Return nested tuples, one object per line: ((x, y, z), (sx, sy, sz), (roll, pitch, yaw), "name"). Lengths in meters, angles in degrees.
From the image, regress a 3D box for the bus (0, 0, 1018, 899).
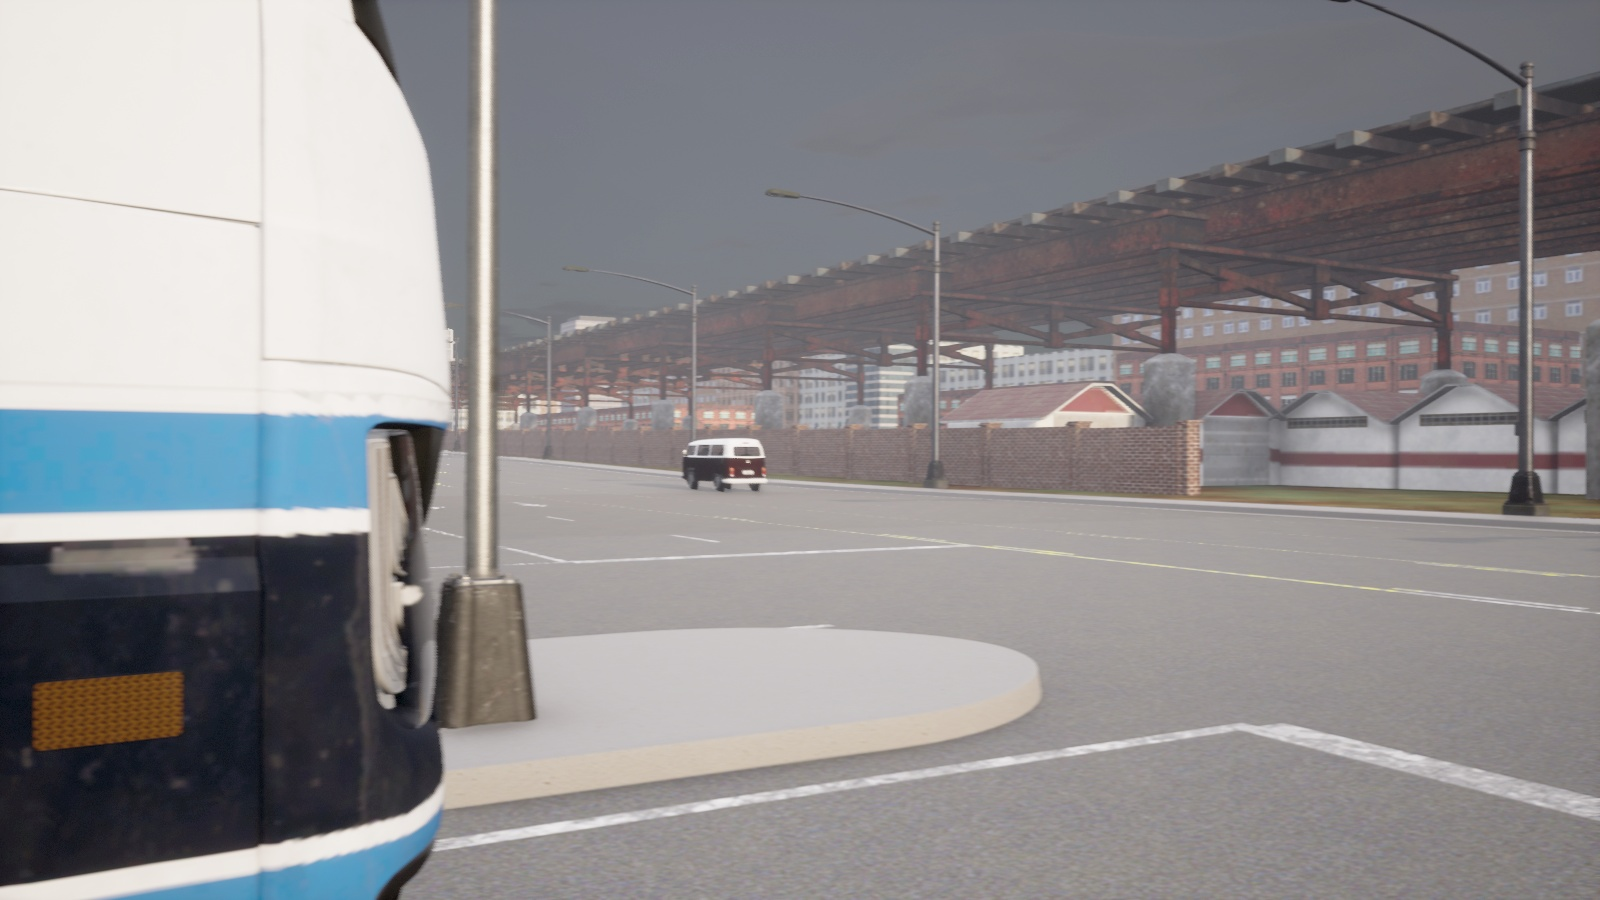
((-5.032, -0.629, 0.858), (10.273, 4.253, 3.944), (0, 0, -33), "bus")

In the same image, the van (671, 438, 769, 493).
((-3.165, 0.575, 49.029), (2.069, 2.038, 4.480), (0, 0, -29), "van")
